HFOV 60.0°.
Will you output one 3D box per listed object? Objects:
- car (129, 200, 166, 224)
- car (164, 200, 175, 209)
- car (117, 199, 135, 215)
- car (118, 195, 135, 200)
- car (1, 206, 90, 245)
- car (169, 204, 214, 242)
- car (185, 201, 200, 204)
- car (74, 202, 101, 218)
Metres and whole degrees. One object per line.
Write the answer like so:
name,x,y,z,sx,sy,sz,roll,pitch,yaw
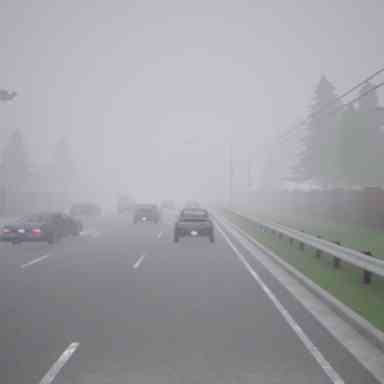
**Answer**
car,-3.405,1.658,26.169,1.837,1.490,4.892,0,0,0
car,-3.409,1.821,47.011,2.033,1.411,5.357,0,0,0
car,-6.906,1.818,37.381,1.895,1.301,4.718,0,0,0
car,-10.410,1.528,53.072,2.150,2.045,5.566,0,0,0
car,-6.903,1.641,15.965,2.033,1.411,5.357,0,0,0
car,0.097,1.592,16.997,2.128,1.511,4.902,0,0,0
car,0.093,1.809,42.154,1.994,1.385,4.181,0,0,0
car,-10.406,1.682,32.841,2.128,1.511,4.902,0,0,0
